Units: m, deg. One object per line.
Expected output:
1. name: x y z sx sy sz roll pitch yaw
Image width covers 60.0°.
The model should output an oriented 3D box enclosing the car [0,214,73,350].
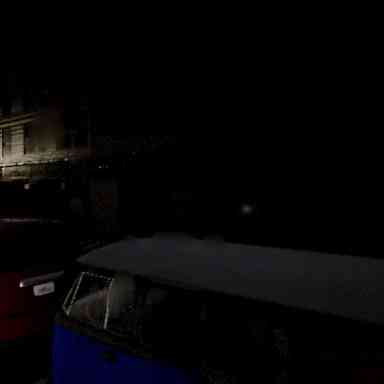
1. car: -3.810 1.295 5.586 5.009 1.841 2.192 0 0 36

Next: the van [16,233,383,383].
1. van: 0.595 1.339 2.450 3.998 1.788 1.690 0 0 36
